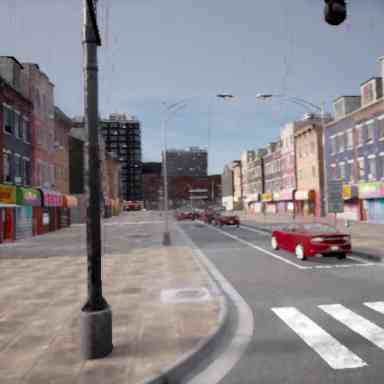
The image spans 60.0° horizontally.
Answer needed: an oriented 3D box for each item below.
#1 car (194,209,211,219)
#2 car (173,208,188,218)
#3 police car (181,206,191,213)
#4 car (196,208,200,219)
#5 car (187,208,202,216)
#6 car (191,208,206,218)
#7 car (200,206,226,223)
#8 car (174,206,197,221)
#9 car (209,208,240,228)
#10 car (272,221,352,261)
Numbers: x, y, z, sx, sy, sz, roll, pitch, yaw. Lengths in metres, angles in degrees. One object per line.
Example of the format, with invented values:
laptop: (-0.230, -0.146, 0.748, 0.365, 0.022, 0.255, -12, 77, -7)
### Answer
car: (1.452, 3.024, 45.977, 1.802, 1.307, 4.206, -1, -2, -6)
car: (-1.863, 3.307, 52.690, 2.033, 1.411, 5.357, -1, -2, -6)
police car: (-1.502, 4.005, 77.121, 1.930, 1.638, 5.238, -1, -2, -6)
car: (1.983, 2.830, 40.570, 1.802, 1.307, 4.206, -1, -2, -6)
car: (0.389, 3.384, 56.795, 2.008, 1.369, 4.403, -1, -2, -6)
car: (0.921, 3.219, 51.386, 1.802, 1.307, 4.206, -1, -2, -6)
car: (2.509, 2.371, 35.171, 2.192, 1.841, 5.009, -1, -2, -6)
car: (-0.836, 2.749, 42.664, 2.097, 1.767, 4.553, -1, -2, -5)
car: (3.045, 2.410, 29.755, 1.887, 1.381, 4.507, -1, -2, -6)
car: (4.639, 1.846, 13.531, 1.887, 1.381, 4.507, -1, -2, -6)
